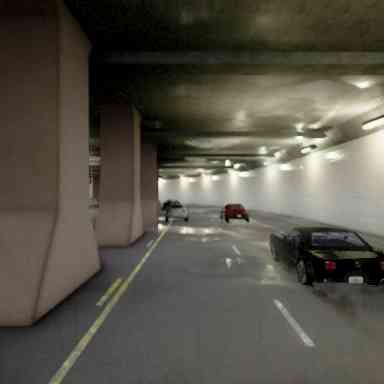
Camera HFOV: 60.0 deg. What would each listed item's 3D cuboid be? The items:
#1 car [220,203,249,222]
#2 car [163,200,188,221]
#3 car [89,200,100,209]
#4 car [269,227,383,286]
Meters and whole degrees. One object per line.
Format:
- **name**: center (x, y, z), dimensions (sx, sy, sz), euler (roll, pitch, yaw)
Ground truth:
- **car**: center (3.420, 1.653, 27.236), dimensions (1.812, 1.442, 4.674), euler (0, 0, -3)
- **car**: center (-1.324, 1.659, 28.439), dimensions (1.812, 1.442, 4.674), euler (0, 0, -3)
- **car**: center (-14.452, 1.826, 48.552), dimensions (1.895, 1.301, 4.718), euler (0, 0, -17)
- **car**: center (3.600, 1.646, 9.507), dimensions (1.895, 1.301, 4.718), euler (0, 0, 0)
